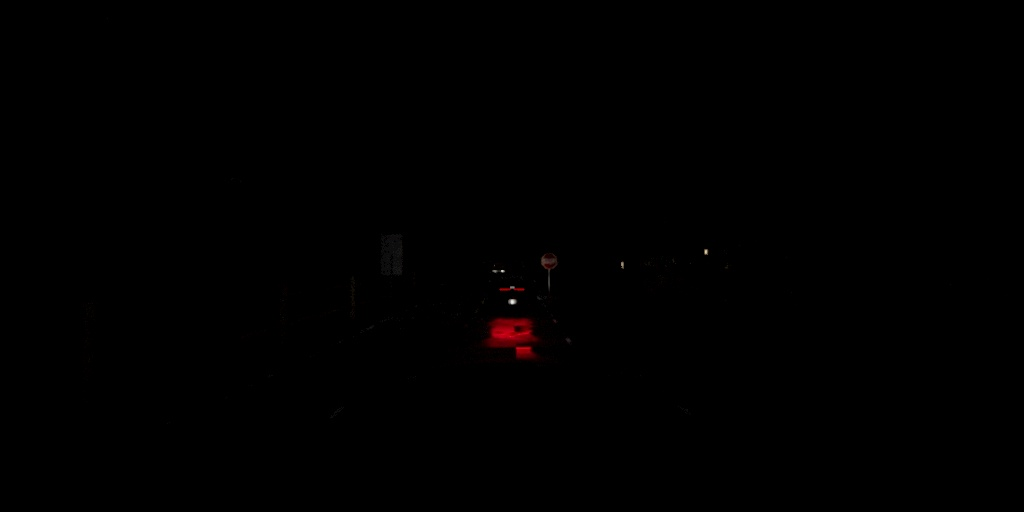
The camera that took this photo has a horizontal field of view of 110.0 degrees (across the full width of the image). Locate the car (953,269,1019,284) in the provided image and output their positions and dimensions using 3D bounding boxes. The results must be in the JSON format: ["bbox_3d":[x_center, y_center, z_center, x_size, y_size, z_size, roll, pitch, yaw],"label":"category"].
[{"bbox_3d":[47.400,2.049,35.829,5.008,1.535,1.882,1,0,2],"label":"car"}]

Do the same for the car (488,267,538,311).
[{"bbox_3d":[0.031,1.402,15.297,1.837,1.490,4.892,0,0,0],"label":"car"}]
